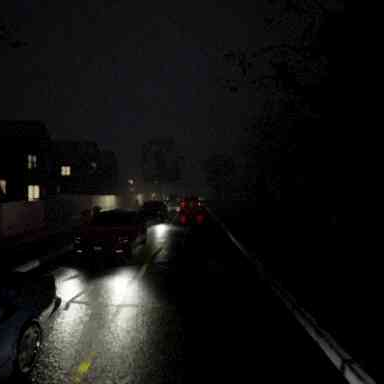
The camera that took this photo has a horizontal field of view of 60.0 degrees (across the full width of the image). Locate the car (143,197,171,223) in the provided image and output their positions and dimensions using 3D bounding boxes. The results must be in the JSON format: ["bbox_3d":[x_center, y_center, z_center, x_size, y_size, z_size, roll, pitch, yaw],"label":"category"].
[{"bbox_3d":[-2.873,1.379,24.951,1.882,1.535,5.008,0,0,0],"label":"car"}]

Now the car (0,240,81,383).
[{"bbox_3d":[-2.849,1.538,2.707,2.033,1.411,5.357,0,0,0],"label":"car"}]

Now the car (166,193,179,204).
[{"bbox_3d":[-2.824,0.961,51.068,2.097,1.767,4.553,0,0,0],"label":"car"}]

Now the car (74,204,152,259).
[{"bbox_3d":[-2.860,1.428,12.585,1.882,1.535,5.008,0,0,0],"label":"car"}]

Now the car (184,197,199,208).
[{"bbox_3d":[-0.047,1.418,46.228,1.895,1.301,4.718,0,0,0],"label":"car"}]

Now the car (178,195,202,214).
[{"bbox_3d":[-0.047,1.215,34.106,2.097,1.767,4.553,0,0,0],"label":"car"}]
